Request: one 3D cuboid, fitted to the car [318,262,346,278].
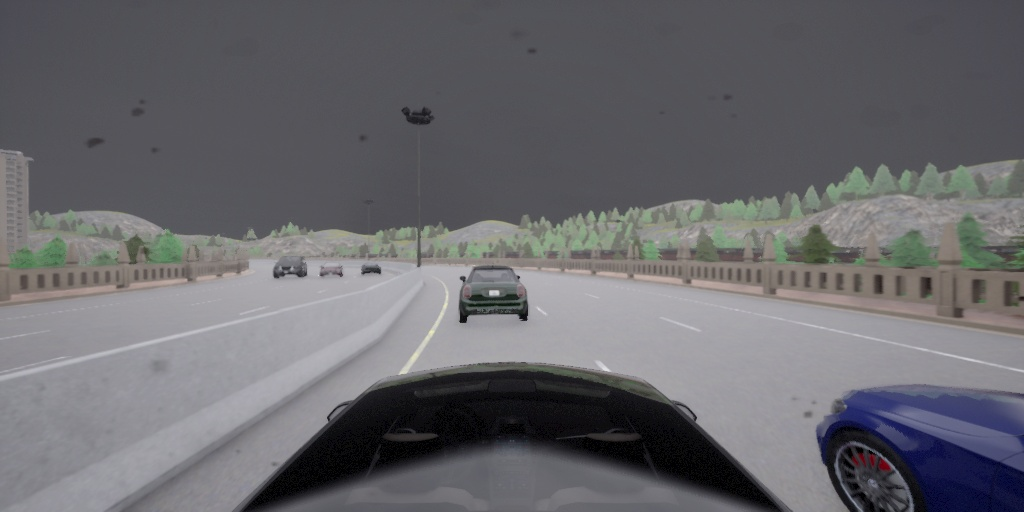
[{"bbox_3d":[-17.219,1.314,34.424,1.812,1.442,4.674,0,0,-22],"label":"car"}]

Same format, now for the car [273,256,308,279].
[{"bbox_3d":[-20.598,1.022,33.565,2.150,2.045,5.566,0,0,-23],"label":"car"}]

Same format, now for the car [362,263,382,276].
[{"bbox_3d":[-14.860,1.374,37.930,1.895,1.301,4.718,0,0,-23],"label":"car"}]

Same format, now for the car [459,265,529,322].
[{"bbox_3d":[-0.745,1.093,12.494,2.097,1.767,4.553,0,0,-6],"label":"car"}]

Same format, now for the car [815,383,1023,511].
[{"bbox_3d":[3.458,1.261,1.034,1.812,1.442,4.674,0,0,0],"label":"car"}]
